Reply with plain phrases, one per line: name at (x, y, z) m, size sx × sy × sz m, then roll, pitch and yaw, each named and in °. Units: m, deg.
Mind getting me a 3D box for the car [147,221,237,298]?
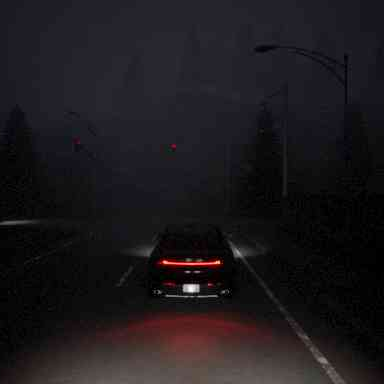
car at (0.028, 1.505, 8.477) m, size 1.837 × 1.490 × 4.892 m, roll 0°, pitch 0°, yaw 1°
